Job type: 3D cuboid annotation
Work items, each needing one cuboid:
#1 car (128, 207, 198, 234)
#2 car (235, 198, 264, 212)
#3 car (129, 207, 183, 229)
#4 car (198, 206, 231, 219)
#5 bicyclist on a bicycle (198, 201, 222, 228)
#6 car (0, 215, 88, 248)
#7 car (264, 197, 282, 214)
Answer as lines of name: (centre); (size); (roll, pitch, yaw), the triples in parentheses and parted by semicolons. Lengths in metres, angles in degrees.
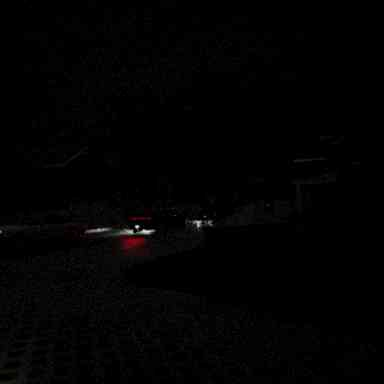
car: (-1.806, 1.652, 20.210); (1.837, 1.490, 4.892); (-3, -2, 29)
car: (7.104, 1.954, 42.492); (2.097, 1.767, 4.553); (-3, -2, 29)
car: (-2.583, 1.890, 24.833); (1.994, 1.385, 4.181); (-3, -2, 28)
car: (2.255, 2.061, 33.668); (1.895, 1.301, 4.718); (-3, -2, 29)
bicyclist on a bicycle: (1.067, 1.324, 19.327); (1.656, 1.620, 0.582); (-3, -2, 29)
car: (-7.446, 1.796, 16.013); (1.895, 1.301, 4.718); (-3, -2, 30)
car: (10.508, 1.723, 42.783); (2.150, 2.045, 5.566); (-3, -2, 29)
